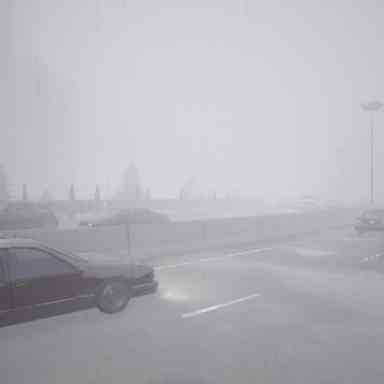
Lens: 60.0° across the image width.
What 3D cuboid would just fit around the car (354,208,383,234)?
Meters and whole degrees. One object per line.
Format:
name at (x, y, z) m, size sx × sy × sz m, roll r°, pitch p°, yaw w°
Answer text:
car at (10.640, 1.570, 18.414) m, size 2.033 × 1.411 × 5.357 m, roll 0°, pitch 0°, yaw 42°

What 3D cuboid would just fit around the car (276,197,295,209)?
car at (13.330, 1.506, 47.179) m, size 2.097 × 1.767 × 4.553 m, roll 0°, pitch 0°, yaw 26°

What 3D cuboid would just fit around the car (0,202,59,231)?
car at (-9.982, 1.358, 18.633) m, size 4.553 × 1.767 × 2.097 m, roll 0°, pitch 0°, yaw -39°

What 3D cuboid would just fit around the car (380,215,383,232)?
car at (8.132, 1.513, 10.960) m, size 4.892 × 1.490 × 1.837 m, roll 0°, pitch 0°, yaw -43°

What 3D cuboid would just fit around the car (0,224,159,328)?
car at (-3.280, 1.547, 5.821) m, size 5.357 × 1.411 × 2.033 m, roll 0°, pitch 0°, yaw -37°

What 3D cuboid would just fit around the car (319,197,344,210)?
car at (16.090, 1.625, 37.714) m, size 1.812 × 1.442 × 4.674 m, roll 0°, pitch 0°, yaw 31°

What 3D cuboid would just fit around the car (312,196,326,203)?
car at (29.185, 1.738, 76.727) m, size 1.994 × 1.385 × 4.181 m, roll 0°, pitch 0°, yaw 6°

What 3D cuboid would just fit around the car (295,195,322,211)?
car at (15.403, 1.352, 43.486) m, size 2.150 × 2.045 × 5.566 m, roll 0°, pitch 0°, yaw 28°

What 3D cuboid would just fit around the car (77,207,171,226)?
car at (-3.772, 1.563, 19.174) m, size 5.357 × 1.411 × 2.033 m, roll 0°, pitch 0°, yaw -42°
